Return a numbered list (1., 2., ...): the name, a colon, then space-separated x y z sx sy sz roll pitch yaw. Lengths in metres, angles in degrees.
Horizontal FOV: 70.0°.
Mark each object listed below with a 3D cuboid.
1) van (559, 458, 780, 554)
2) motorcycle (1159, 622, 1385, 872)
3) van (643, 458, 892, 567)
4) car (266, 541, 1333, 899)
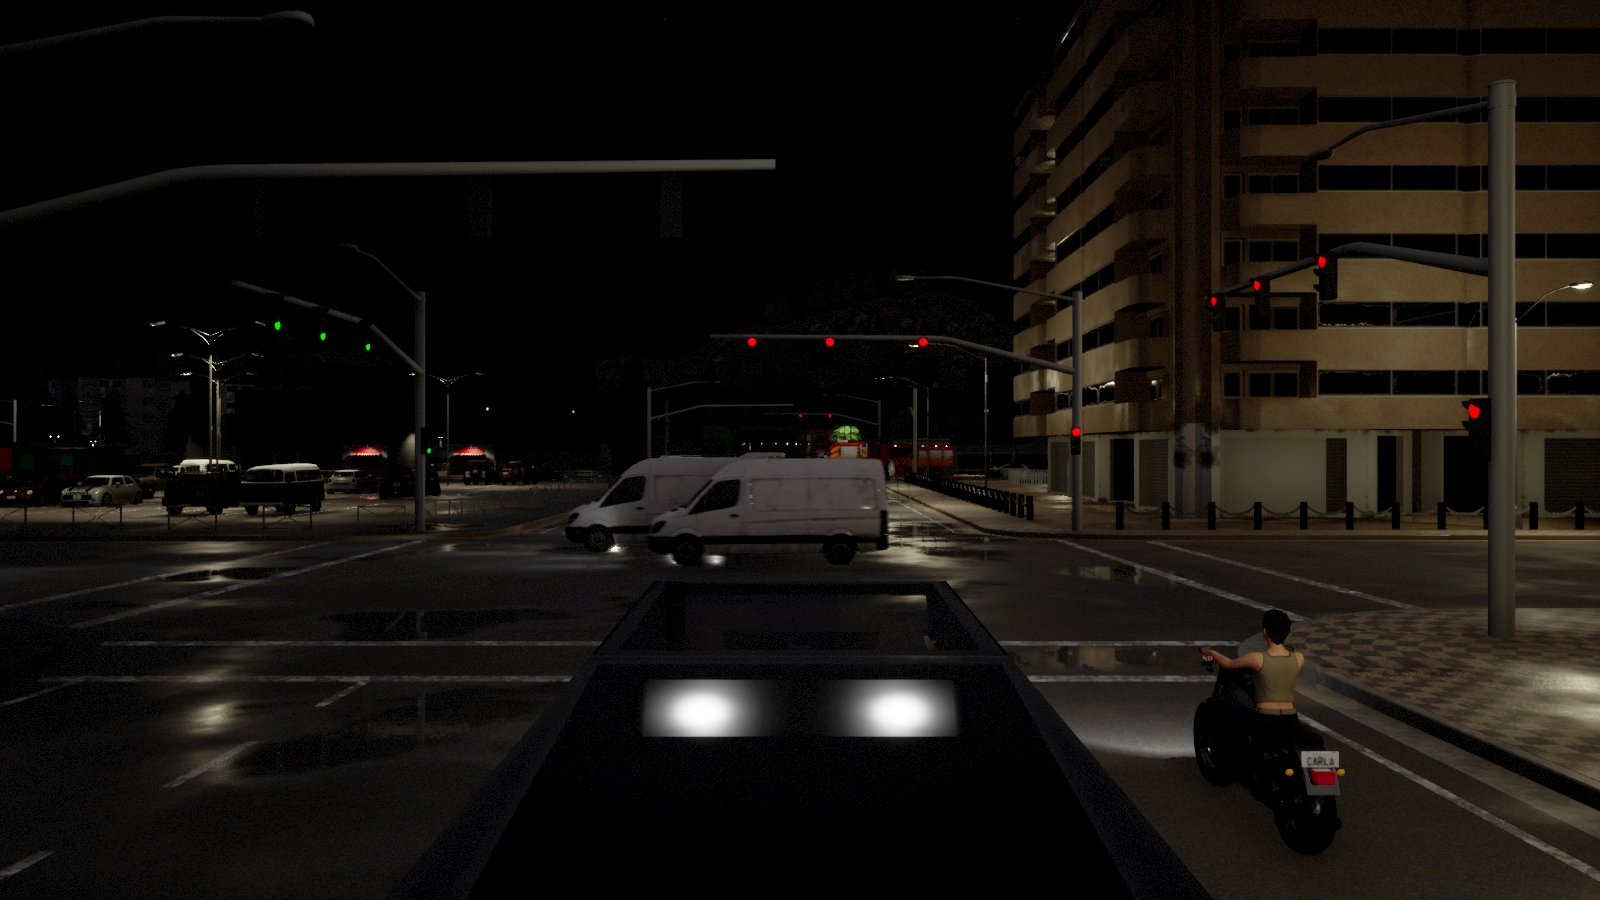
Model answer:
1. van: -3.513 1.495 31.647 5.915 2.561 1.988 0 0 -1
2. motorcycle: 3.502 2.151 8.762 0.764 1.307 2.356 0 0 0
3. van: -0.780 1.494 28.190 5.915 2.561 1.988 0 0 -1
4. car: 0.000 1.751 5.696 2.390 2.098 6.274 0 0 0
